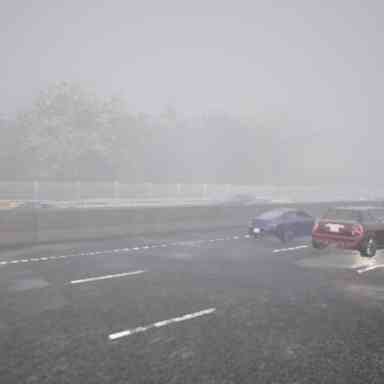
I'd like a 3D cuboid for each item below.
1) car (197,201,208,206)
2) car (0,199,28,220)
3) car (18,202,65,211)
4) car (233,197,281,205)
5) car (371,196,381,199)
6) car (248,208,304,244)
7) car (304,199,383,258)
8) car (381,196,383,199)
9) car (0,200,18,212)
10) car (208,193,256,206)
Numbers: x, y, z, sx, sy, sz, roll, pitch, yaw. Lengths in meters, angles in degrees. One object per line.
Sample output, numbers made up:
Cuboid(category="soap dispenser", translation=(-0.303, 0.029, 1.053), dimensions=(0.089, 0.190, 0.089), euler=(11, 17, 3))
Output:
Cuboid(category="car", translation=(3.080, 1.485, 40.482), dimensions=(5.357, 1.411, 2.033), euler=(0, 0, -35))
Cuboid(category="car", translation=(-16.172, 1.409, 26.831), dimensions=(5.008, 1.535, 1.882), euler=(0, 0, -35))
Cuboid(category="car", translation=(-12.362, 1.487, 25.247), dimensions=(5.357, 1.411, 2.033), euler=(0, 0, -35))
Cuboid(category="car", translation=(7.224, 1.500, 34.860), dimensions=(5.357, 1.411, 2.033), euler=(0, 0, -35))
Cuboid(category="car", translation=(35.514, 1.486, 63.626), dimensions=(4.718, 1.301, 1.895), euler=(0, 0, -36))
Cuboid(category="car", translation=(4.691, 1.506, 15.817), dimensions=(4.674, 1.442, 1.812), euler=(0, 0, -36))
Cuboid(category="car", translation=(6.768, 1.339, 13.000), dimensions=(4.553, 1.767, 2.097), euler=(0, 0, -36))
Cuboid(category="car", translation=(37.548, 1.123, 60.777), dimensions=(5.566, 2.045, 2.150), euler=(0, 0, -36))
Cuboid(category="car", translation=(-13.606, 1.424, 20.070), dimensions=(5.008, 1.535, 1.882), euler=(0, 0, -35))
Cuboid(category="car", translation=(4.986, 1.168, 37.567), dimensions=(5.566, 2.045, 2.150), euler=(0, 0, -35))
